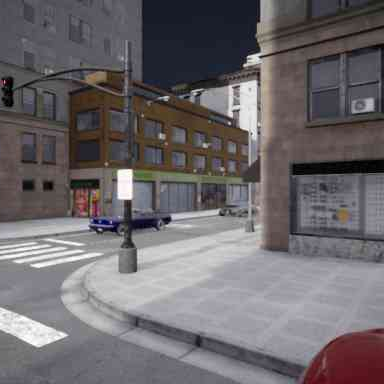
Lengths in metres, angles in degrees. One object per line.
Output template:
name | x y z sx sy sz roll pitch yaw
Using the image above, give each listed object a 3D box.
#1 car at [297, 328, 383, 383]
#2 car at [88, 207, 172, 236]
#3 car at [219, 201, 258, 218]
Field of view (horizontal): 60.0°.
car | 2.732 1.315 0.876 5.009 1.841 2.192 0 0 35
car | -3.257 1.534 18.172 1.895 1.301 4.718 0 0 35
car | 3.996 1.443 28.459 1.994 1.385 4.181 0 0 35
